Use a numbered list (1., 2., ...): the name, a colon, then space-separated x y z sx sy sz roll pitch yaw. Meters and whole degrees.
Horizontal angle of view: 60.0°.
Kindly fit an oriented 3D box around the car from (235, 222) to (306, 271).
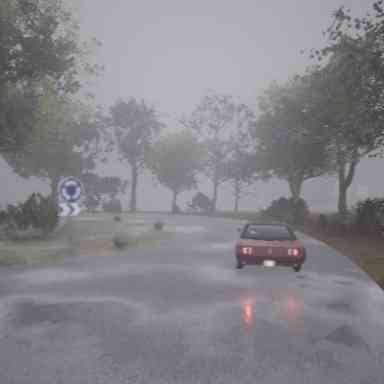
1. car: 2.459 1.638 11.161 1.895 1.301 4.718 1 0 9
